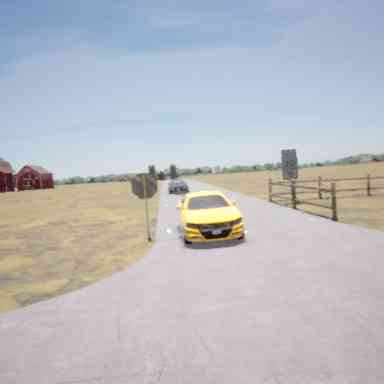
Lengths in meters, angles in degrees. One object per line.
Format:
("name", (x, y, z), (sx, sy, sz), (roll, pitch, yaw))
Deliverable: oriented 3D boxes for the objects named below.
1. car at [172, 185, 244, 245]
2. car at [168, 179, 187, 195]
("car", (0.471, 0.722, 12.036), (1.882, 1.535, 5.008), (-5, 4, -5))
("car", (-1.477, -0.574, 33.816), (1.994, 1.385, 4.181), (-5, 4, -5))
